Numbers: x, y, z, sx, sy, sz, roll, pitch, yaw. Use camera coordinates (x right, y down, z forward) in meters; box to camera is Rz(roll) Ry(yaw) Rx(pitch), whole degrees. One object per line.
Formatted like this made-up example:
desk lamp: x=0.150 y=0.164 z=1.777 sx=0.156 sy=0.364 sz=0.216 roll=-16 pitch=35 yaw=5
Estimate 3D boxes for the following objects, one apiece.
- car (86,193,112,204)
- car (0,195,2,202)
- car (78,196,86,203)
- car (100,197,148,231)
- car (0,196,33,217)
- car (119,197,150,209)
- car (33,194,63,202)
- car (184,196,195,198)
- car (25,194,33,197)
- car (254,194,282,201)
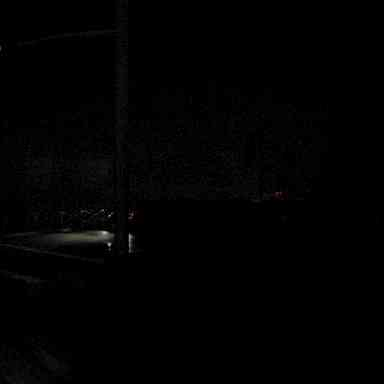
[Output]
car: x=-15.864 y=1.097 z=59.022 sx=1.932 sy=1.855 sz=4.605 roll=0 pitch=0 yaw=35
car: x=-41.402 y=1.298 z=67.569 sx=2.007 sy=1.523 sz=4.514 roll=0 pitch=0 yaw=35
car: x=-18.474 y=1.077 z=60.365 sx=1.905 sy=1.878 sz=3.866 roll=0 pitch=0 yaw=35
car: x=-3.056 y=1.352 z=20.569 sx=2.097 sy=1.767 sz=4.553 roll=0 pitch=0 yaw=35
car: x=-15.817 y=1.339 z=26.918 sx=2.007 sy=1.523 sz=4.514 roll=0 pitch=0 yaw=35
car: x=-7.499 y=1.384 z=43.836 sx=1.970 sy=1.475 sz=3.806 roll=0 pitch=0 yaw=35
car: x=-28.915 y=1.153 z=67.759 sx=2.152 sy=1.636 sz=5.027 roll=0 pitch=0 yaw=35
car: x=-0.778 y=1.374 z=48.169 sx=1.845 sy=1.501 sz=3.633 roll=0 pitch=0 yaw=35
car: x=-34.339 y=1.232 z=71.204 sx=1.970 sy=1.475 sz=3.806 roll=0 pitch=0 yaw=35
car: x=8.422 y=1.221 z=37.051 sx=2.150 sy=2.045 sz=5.566 roll=0 pitch=0 yaw=35
